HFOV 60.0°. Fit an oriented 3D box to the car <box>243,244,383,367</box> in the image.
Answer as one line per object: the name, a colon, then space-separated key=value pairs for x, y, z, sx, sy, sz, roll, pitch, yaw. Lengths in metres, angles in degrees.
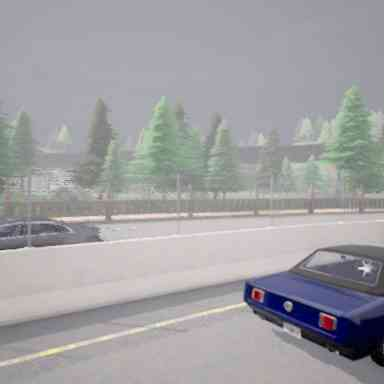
car: x=3.254 y=1.585 z=5.664 sx=4.718 sy=1.301 sz=1.895 roll=0 pitch=0 yaw=-31

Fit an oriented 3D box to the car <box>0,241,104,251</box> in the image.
car: x=-4.855 y=1.449 z=8.929 sx=4.902 sy=1.511 sz=2.128 roll=0 pitch=0 yaw=-34
